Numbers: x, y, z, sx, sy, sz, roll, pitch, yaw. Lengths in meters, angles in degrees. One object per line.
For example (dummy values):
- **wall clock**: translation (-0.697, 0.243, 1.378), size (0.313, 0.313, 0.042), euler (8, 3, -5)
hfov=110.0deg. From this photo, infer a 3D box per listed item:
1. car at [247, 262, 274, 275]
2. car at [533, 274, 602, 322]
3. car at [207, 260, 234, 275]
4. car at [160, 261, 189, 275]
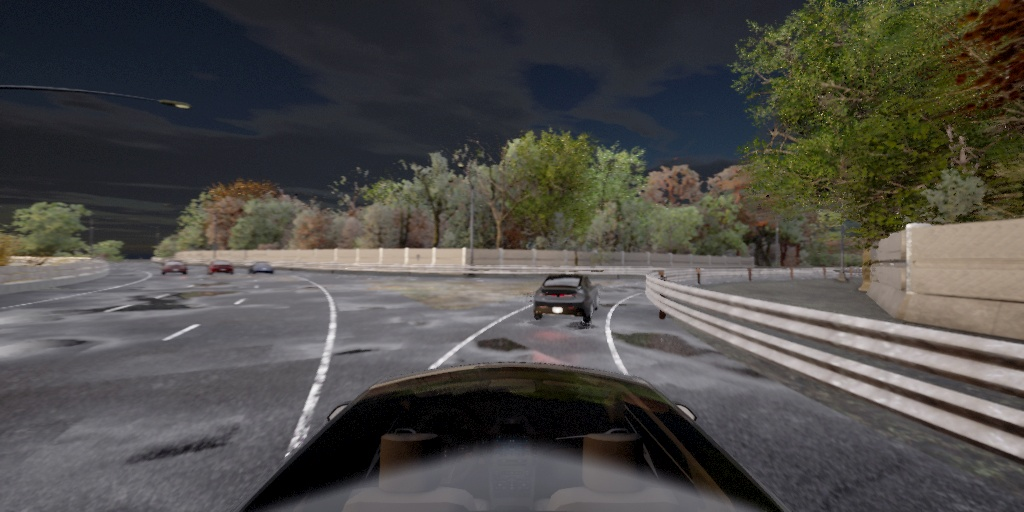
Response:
- **car**: translation (-28.054, 1.355, 40.089), size (1.994, 1.385, 4.181), euler (1, -1, -44)
- **car**: translation (2.102, 1.399, 13.117), size (1.837, 1.490, 4.892), euler (0, -1, 17)
- **car**: translation (-30.883, 1.212, 38.011), size (1.882, 1.535, 5.008), euler (1, -1, -44)
- **car**: translation (-34.636, 1.200, 36.827), size (4.674, 1.442, 1.812), euler (0, -1, 45)
